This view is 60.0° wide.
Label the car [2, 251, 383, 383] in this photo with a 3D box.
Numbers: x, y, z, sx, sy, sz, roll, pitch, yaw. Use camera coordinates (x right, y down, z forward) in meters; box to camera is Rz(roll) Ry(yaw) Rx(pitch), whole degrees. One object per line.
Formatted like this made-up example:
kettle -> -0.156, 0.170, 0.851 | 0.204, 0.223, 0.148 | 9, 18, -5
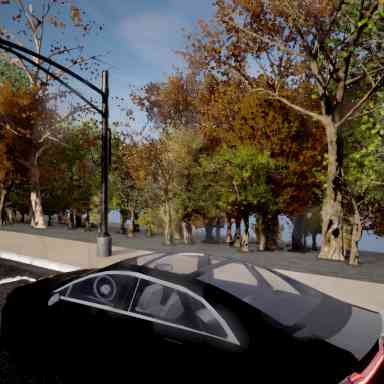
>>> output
car -> -0.408, 1.491, 3.985 | 4.902, 1.511, 2.128 | 0, 0, 36
